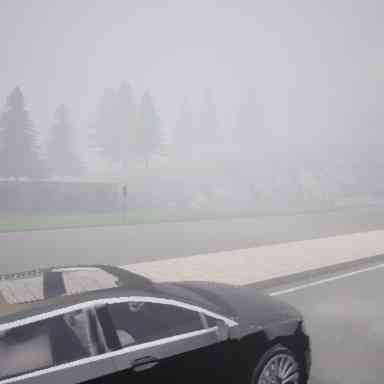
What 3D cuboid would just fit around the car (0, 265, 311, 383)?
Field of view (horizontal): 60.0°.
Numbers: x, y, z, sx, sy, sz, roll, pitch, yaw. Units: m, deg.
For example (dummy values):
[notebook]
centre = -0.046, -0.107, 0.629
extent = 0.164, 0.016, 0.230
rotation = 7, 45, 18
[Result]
[car]
centre = -0.884, 1.490, 3.115
extent = 4.902, 1.511, 2.128
rotation = 0, 0, -35
